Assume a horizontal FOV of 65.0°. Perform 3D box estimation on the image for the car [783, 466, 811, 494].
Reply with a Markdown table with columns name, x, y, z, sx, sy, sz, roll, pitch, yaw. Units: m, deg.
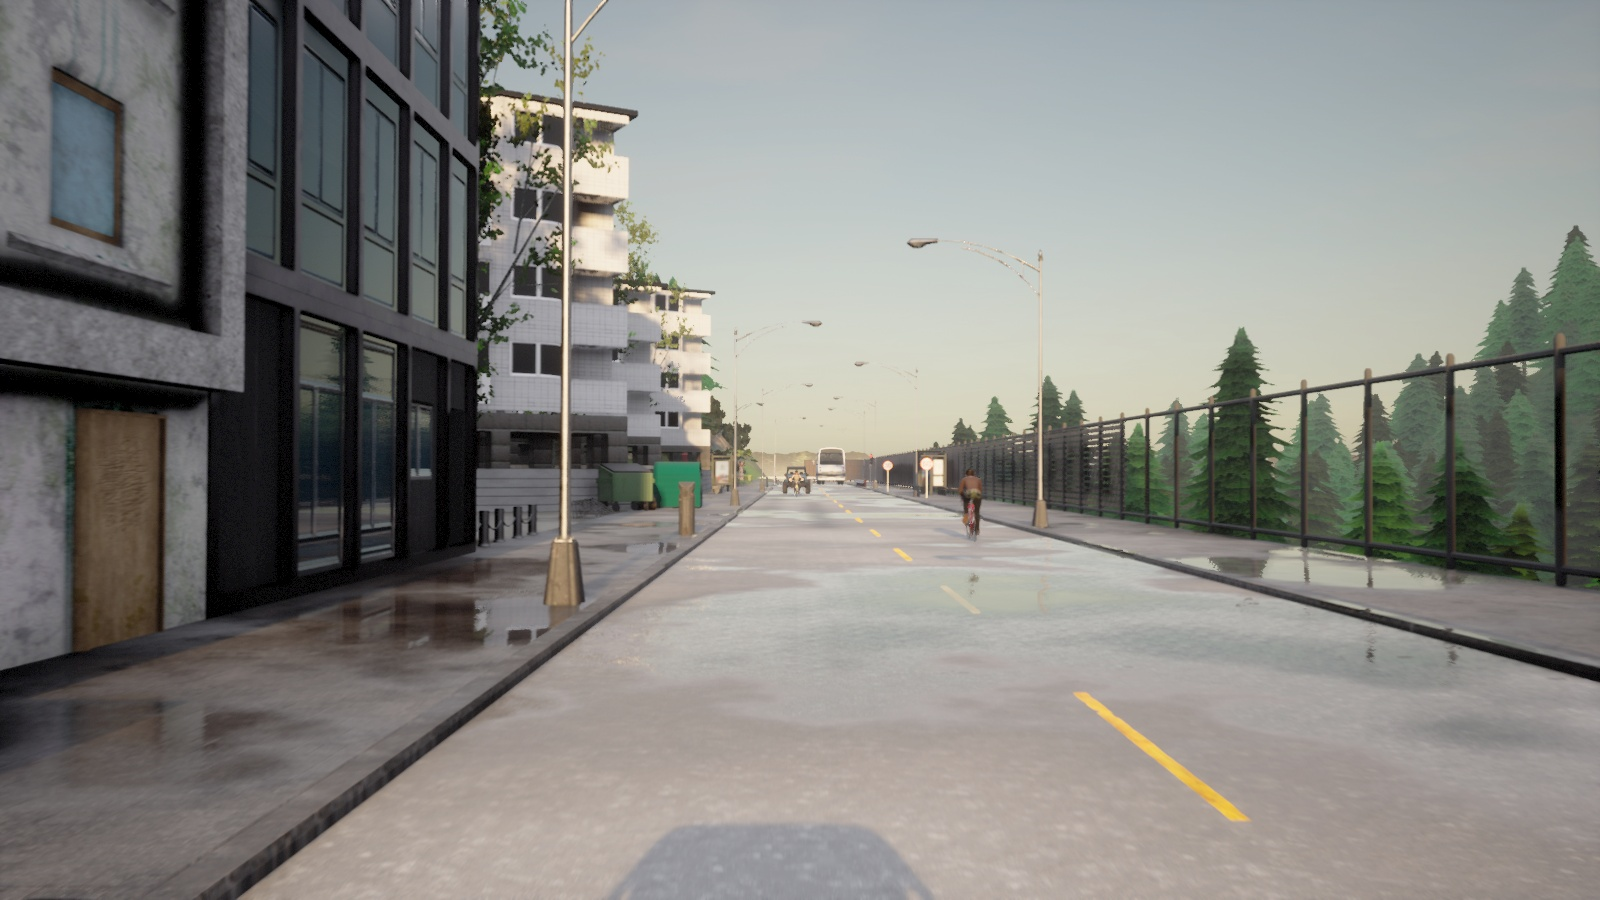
| name | x | y | z | sx | sy | sz | roll | pitch | yaw |
| --- | --- | --- | --- | --- | --- | --- | --- | --- | --- |
| car | -0.225 | 2.064 | 86.796 | 1.905 | 1.878 | 3.866 | 0 | -1 | 0 |

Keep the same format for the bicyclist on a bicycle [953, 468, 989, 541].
| name | x | y | z | sx | sy | sz | roll | pitch | yaw |
| --- | --- | --- | --- | --- | --- | --- | --- | --- | --- |
| bicyclist on a bicycle | 3.921 | 1.235 | 28.845 | 0.582 | 1.620 | 1.656 | 0 | -1 | 0 |
